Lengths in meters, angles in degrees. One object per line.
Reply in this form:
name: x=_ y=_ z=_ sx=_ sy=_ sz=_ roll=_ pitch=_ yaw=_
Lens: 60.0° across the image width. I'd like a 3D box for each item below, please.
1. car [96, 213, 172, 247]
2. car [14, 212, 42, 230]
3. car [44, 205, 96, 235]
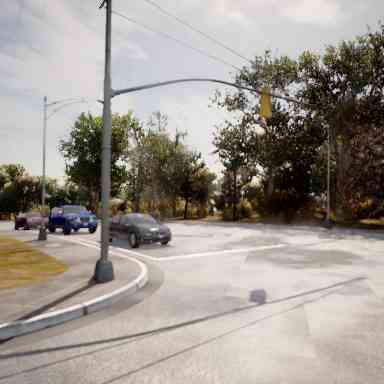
car: x=-2.882 y=1.847 z=16.856 sx=1.837 sy=1.490 sz=4.892 roll=1 pitch=-3 yaw=-38
car: x=-15.588 y=2.750 z=32.375 sx=2.097 sy=1.767 sz=4.553 roll=2 pitch=-5 yaw=-43
car: x=-8.995 y=2.011 z=24.829 sx=2.150 sy=2.045 sz=5.566 roll=1 pitch=-4 yaw=-39
